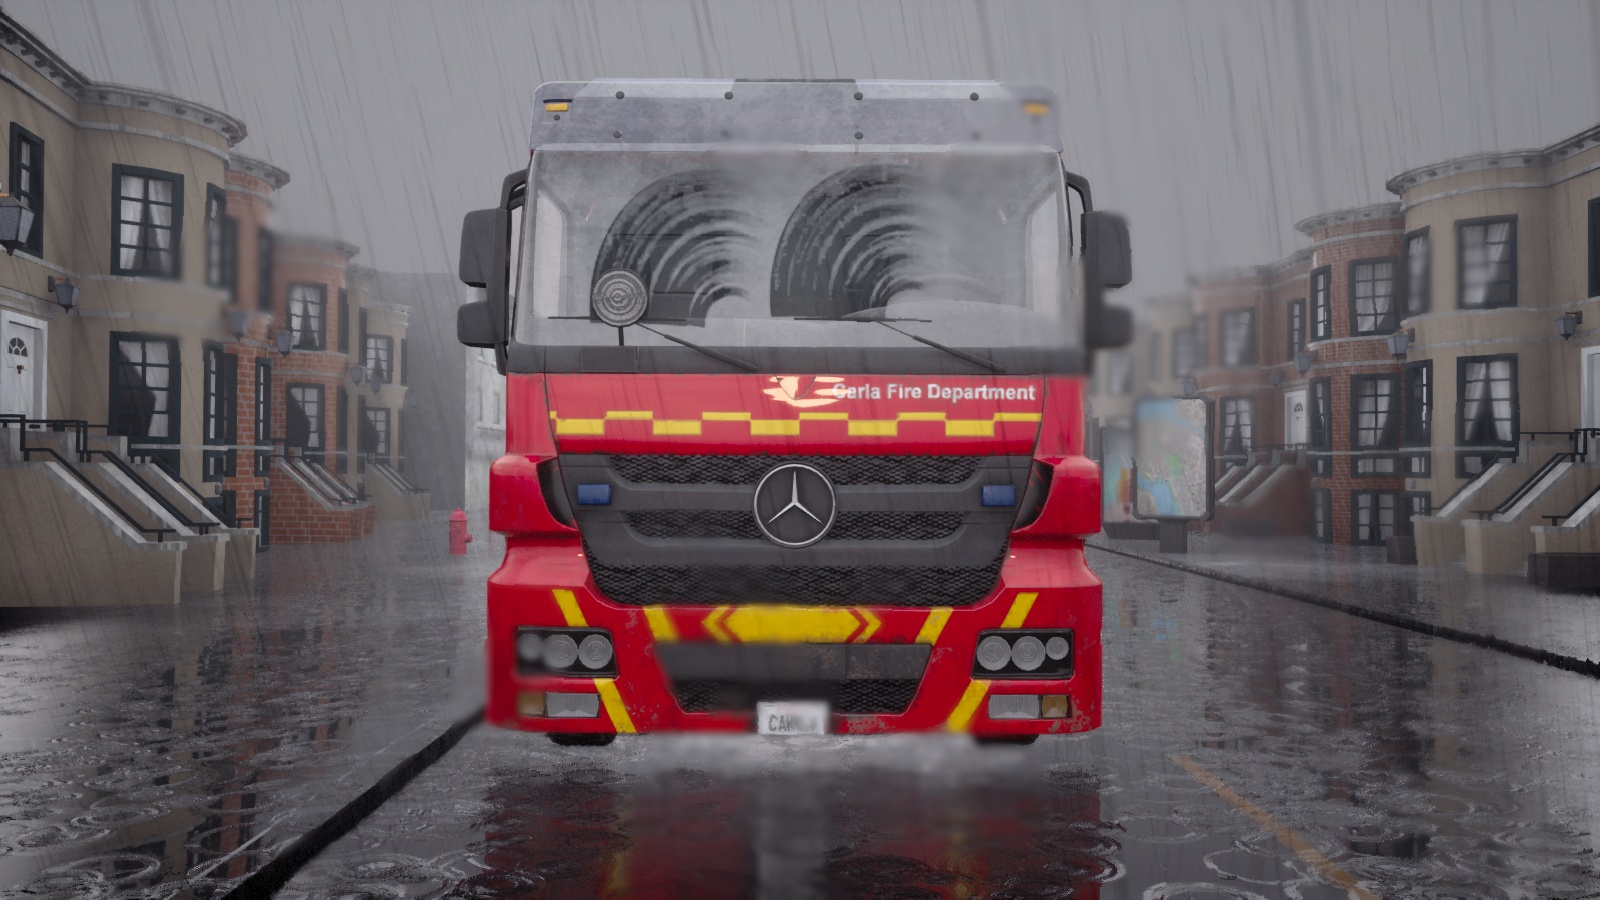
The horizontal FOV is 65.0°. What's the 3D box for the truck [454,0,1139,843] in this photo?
[{"bbox_3d":[-0.032,-0.190,9.565,2.891,3.827,8.468,0,-1,0],"label":"truck"}]
